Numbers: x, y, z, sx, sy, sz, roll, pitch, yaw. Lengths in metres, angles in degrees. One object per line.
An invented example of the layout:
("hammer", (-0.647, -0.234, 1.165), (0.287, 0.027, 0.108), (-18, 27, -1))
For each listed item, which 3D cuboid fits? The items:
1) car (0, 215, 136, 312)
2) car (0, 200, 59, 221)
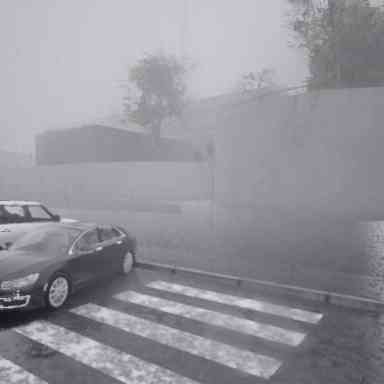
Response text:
("car", (-2.973, 1.489, 7.938), (2.231, 1.521, 4.892), (1, -1, 15))
("car", (-5.404, 1.238, 9.699), (2.435, 2.045, 5.566), (0, -1, 16))
